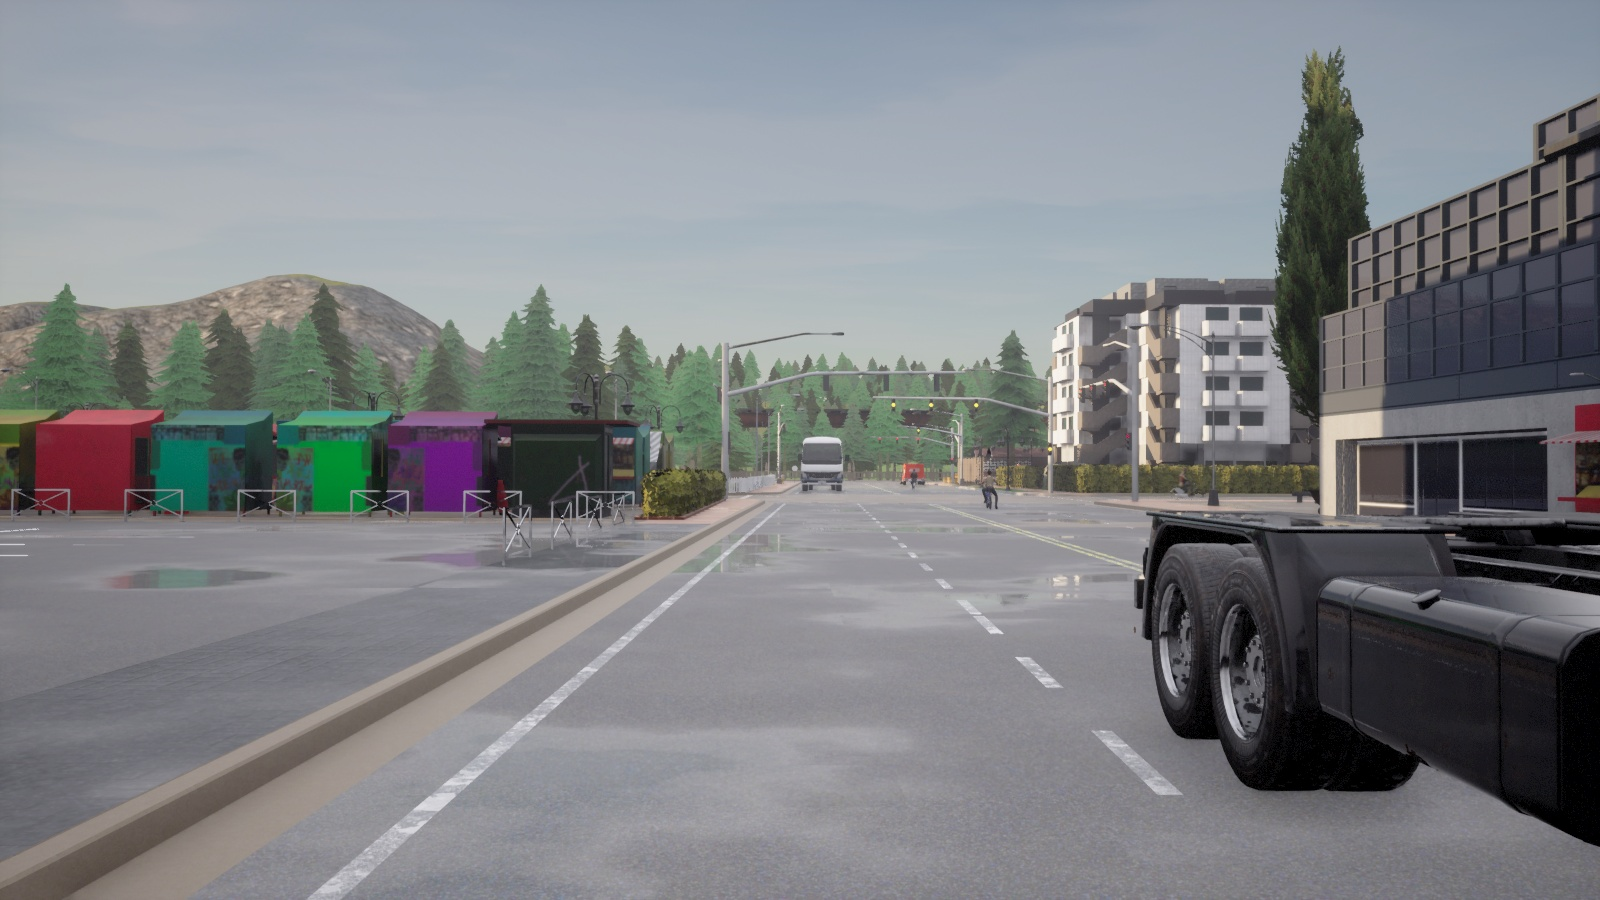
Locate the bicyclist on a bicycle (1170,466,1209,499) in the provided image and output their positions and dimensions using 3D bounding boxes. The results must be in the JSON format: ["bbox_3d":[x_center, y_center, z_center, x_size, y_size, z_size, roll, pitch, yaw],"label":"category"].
[{"bbox_3d":[20.936,1.732,67.526,1.843,1.776,0.659,0,-1,-5],"label":"bicyclist on a bicycle"}]

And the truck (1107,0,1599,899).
[{"bbox_3d":[3.537,-0.102,4.747,2.891,3.462,7.936,0,-1,1],"label":"truck"}]
